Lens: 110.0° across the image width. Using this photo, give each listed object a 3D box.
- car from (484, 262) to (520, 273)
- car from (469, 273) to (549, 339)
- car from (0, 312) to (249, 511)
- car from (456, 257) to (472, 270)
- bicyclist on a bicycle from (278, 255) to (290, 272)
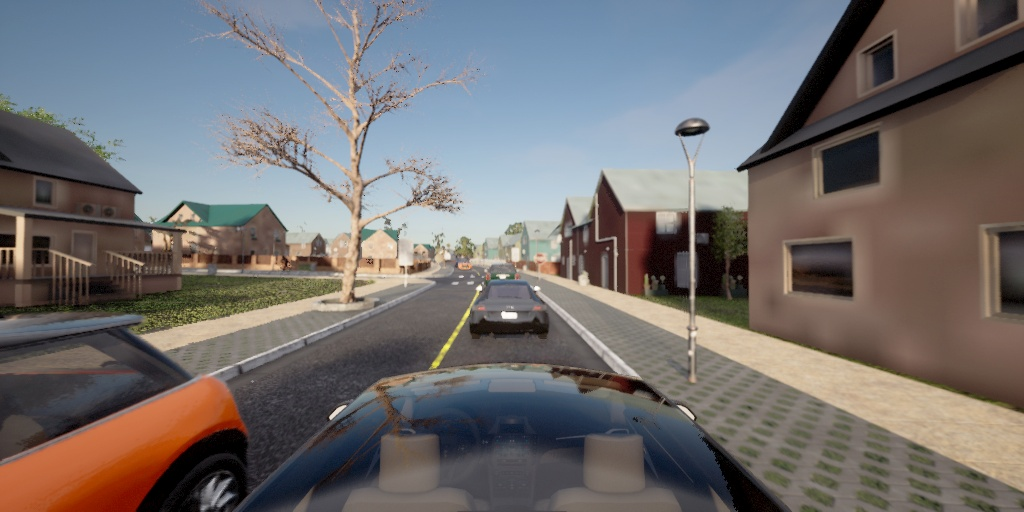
[{"bbox_3d":[-0.602,1.188,21.345,2.097,1.767,4.553,0,0,-3],"label":"car"},{"bbox_3d":[-0.099,1.351,10.253,1.994,1.385,4.181,0,0,-1],"label":"car"},{"bbox_3d":[-2.889,1.097,0.580,2.097,1.767,4.553,0,0,0],"label":"car"},{"bbox_3d":[-7.568,1.338,57.586,2.097,1.767,4.553,0,0,-9],"label":"car"},{"bbox_3d":[-23.052,0.773,36.324,0.582,1.620,1.656,1,-1,6],"label":"bicyclist on a bicycle"}]
